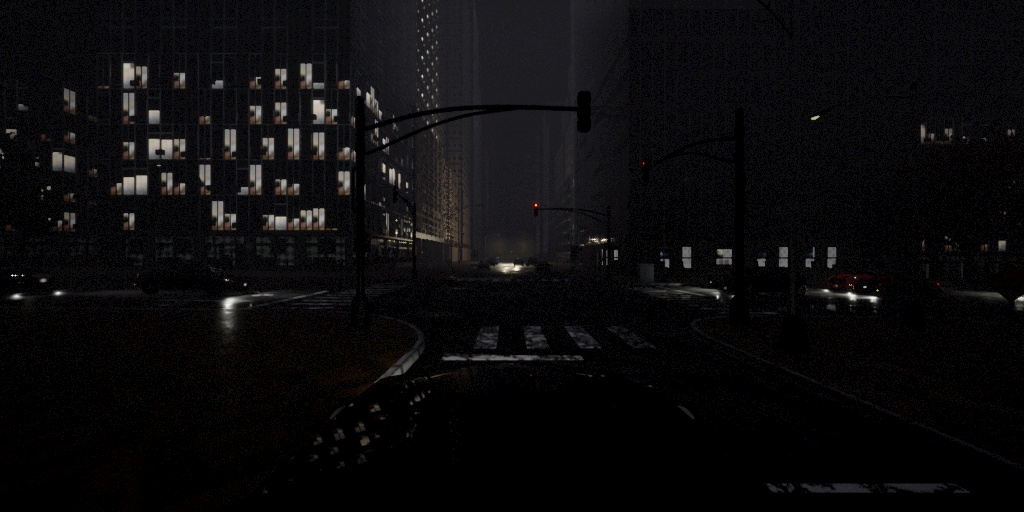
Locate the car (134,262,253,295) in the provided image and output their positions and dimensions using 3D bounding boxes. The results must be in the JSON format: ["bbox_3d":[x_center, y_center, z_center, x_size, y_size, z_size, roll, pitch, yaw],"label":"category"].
[{"bbox_3d":[-14.950,1.026,16.927,4.674,1.442,1.812,1,0,-1],"label":"car"}]

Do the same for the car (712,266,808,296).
[{"bbox_3d":[15.141,1.400,21.774,4.553,1.767,2.097,1,0,-3],"label":"car"}]

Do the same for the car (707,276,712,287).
[{"bbox_3d":[16.187,1.591,25.076,4.674,1.442,1.812,1,0,-3],"label":"car"}]

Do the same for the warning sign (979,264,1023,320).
[{"bbox_3d":[17.275,1.204,12.413,1.060,1.860,1.300,0,0,-3],"label":"warning sign"}]

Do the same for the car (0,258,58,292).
[{"bbox_3d":[-24.165,0.823,16.499,4.902,1.511,2.128,1,0,-3],"label":"car"}]

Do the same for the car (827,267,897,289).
[{"bbox_3d":[25.229,1.579,25.494,4.553,1.767,2.097,1,0,-3],"label":"car"}]

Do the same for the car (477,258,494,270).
[{"bbox_3d":[-4.026,1.343,51.708,1.802,1.307,4.207,0,0,0],"label":"car"}]

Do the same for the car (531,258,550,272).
[{"bbox_3d":[3.927,1.329,46.215,1.948,1.339,4.313,0,0,0],"label":"car"}]

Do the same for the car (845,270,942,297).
[{"bbox_3d":[23.726,1.766,22.175,4.181,1.385,1.994,1,0,-3],"label":"car"}]

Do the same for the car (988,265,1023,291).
[{"bbox_3d":[38.364,1.682,26.091,5.566,2.045,2.150,1,0,-2],"label":"car"}]
